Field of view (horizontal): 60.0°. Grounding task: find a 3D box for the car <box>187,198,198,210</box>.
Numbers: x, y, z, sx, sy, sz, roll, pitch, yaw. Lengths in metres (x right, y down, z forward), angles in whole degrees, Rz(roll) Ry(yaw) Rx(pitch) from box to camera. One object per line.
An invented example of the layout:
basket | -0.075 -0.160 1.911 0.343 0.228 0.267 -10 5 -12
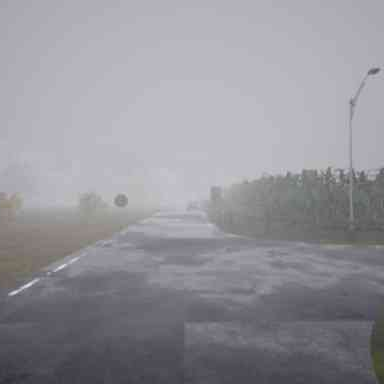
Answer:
car | 0.058 2.167 53.365 2.033 1.411 5.357 0 -1 0

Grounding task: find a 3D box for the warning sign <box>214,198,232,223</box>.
warning sign | 2.427 1.429 25.840 1.300 1.860 1.060 0 -1 0
